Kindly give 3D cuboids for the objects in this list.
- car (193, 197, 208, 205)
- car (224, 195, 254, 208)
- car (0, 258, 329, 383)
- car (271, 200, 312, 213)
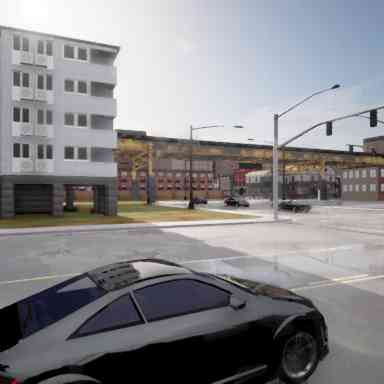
[{"bbox_3d":[1.372,1.548,59.175,2.033,1.411,5.357,0,0,-11],"label":"car"},{"bbox_3d":[6.336,1.504,47.425,1.837,1.490,4.892,0,0,-25],"label":"car"},{"bbox_3d":[-0.301,1.564,4.109,4.181,1.385,1.994,0,0,-30],"label":"car"},{"bbox_3d":[11.122,1.601,37.321,1.895,1.301,4.718,0,0,-26],"label":"car"}]
